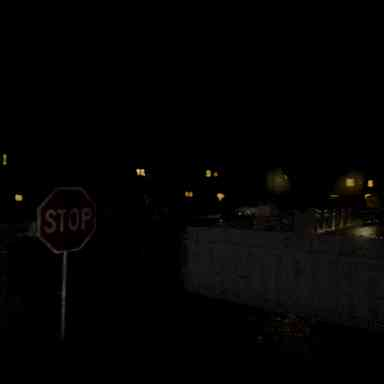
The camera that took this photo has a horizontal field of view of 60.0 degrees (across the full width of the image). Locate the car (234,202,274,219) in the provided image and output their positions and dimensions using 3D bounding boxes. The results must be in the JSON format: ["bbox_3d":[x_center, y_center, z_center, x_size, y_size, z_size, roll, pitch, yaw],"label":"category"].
[{"bbox_3d":[5.821,1.640,30.602,4.674,1.442,1.812,1,2,-45],"label":"car"}]

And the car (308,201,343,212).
[{"bbox_3d":[16.151,1.762,39.996,5.357,1.411,2.033,1,2,-39],"label":"car"}]

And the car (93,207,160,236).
[{"bbox_3d":[-4.192,1.596,19.203,2.033,1.411,5.357,3,2,38],"label":"car"}]
